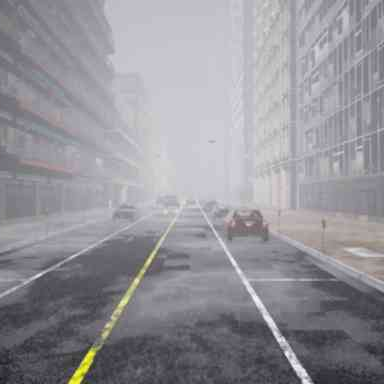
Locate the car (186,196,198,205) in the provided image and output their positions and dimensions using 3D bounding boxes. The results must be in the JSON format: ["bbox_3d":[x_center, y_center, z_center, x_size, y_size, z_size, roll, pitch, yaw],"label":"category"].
[{"bbox_3d":[-0.154,1.766,62.774,1.895,1.301,4.718,0,0,0],"label":"car"}]

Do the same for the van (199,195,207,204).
[{"bbox_3d":[2.366,1.543,72.033,1.690,1.788,3.998,1,0,0],"label":"van"}]

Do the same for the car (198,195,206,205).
[{"bbox_3d":[2.396,1.741,60.962,1.802,1.307,4.206,1,0,0],"label":"car"}]

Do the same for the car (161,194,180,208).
[{"bbox_3d":[-2.974,1.342,49.457,2.150,2.045,5.566,0,0,0],"label":"car"}]

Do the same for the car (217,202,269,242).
[{"bbox_3d":[2.527,1.472,16.677,1.967,1.590,4.097,1,0,0],"label":"car"}]

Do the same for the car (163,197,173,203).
[{"bbox_3d":[-5.532,1.775,77.535,2.008,1.369,4.403,1,0,0],"label":"car"}]

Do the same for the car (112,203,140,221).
[{"bbox_3d":[-5.387,1.603,27.713,1.887,1.381,4.507,1,0,0],"label":"car"}]

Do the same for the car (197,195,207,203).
[{"bbox_3d":[2.350,1.539,77.569,2.192,1.841,5.009,1,0,0],"label":"car"}]

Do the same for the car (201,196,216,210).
[{"bbox_3d":[2.618,1.635,45.876,1.812,1.442,4.674,0,0,0],"label":"car"}]

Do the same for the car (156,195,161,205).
[{"bbox_3d":[-5.482,1.474,60.929,2.192,1.841,5.009,1,0,0],"label":"car"}]

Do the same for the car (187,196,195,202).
[{"bbox_3d":[-0.229,1.691,79.450,1.895,1.301,4.718,0,0,0],"label":"car"}]

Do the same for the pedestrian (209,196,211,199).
[{"bbox_3d":[2.609,1.411,48.723,0.375,1.860,0.375,1,-1,0],"label":"pedestrian"}]

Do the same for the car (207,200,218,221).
[{"bbox_3d":[2.493,1.640,27.749,1.802,1.307,4.206,1,0,0],"label":"car"}]

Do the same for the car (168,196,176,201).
[{"bbox_3d":[-5.580,1.842,94.144,1.887,1.381,4.507,1,0,0],"label":"car"}]
